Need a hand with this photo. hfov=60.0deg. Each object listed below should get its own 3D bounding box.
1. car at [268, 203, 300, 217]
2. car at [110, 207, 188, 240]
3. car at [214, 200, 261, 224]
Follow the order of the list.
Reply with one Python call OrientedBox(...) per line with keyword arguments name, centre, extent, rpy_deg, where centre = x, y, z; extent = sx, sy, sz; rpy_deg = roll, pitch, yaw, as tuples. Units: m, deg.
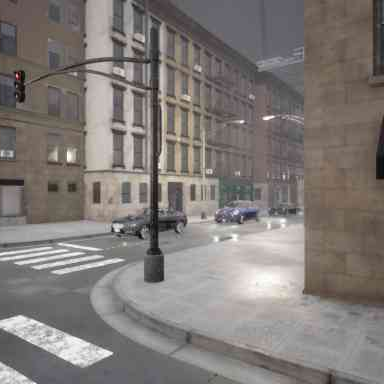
OrientedBox(name="car", centre=(9.483, 1.782, 34.185), extent=(1.895, 1.301, 4.718), rpy_deg=(0, 0, 35))
OrientedBox(name="car", centre=(-2.161, 1.568, 17.842), extent=(2.128, 1.511, 4.902), rpy_deg=(0, 0, 35))
OrientedBox(name="car", centre=(3.631, 1.480, 25.993), extent=(2.097, 1.767, 4.553), rpy_deg=(0, 0, 36))
